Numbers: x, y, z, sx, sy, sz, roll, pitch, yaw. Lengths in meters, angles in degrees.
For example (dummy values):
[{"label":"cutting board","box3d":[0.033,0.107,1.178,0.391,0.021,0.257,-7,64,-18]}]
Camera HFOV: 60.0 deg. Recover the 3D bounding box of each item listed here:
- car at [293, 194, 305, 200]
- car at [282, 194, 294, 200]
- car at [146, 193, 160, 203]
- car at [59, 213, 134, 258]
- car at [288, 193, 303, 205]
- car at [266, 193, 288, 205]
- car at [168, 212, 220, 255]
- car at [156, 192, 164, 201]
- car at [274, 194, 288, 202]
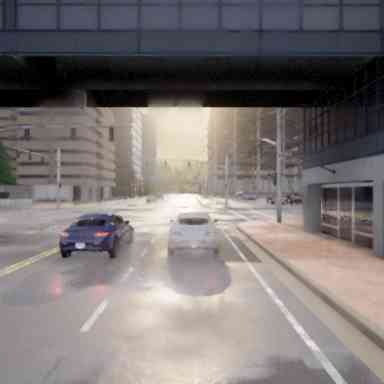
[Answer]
[{"label":"car","box3d":[27.301,1.212,85.015,1.784,1.438,3.905,0,0,0]},{"label":"car","box3d":[24.405,1.243,85.007,1.970,1.475,3.806,0,0,0]},{"label":"car","box3d":[-8.010,1.408,66.207,1.812,1.442,4.674,0,0,0]},{"label":"car","box3d":[-3.434,1.504,12.569,1.812,1.442,4.674,0,0,0]},{"label":"car","box3d":[16.033,1.062,52.411,1.905,1.878,3.866,0,0,0]},{"label":"car","box3d":[13.139,1.060,52.457,1.932,1.855,4.605,0,0,0]},{"label":"car","box3d":[0.069,1.503,13.097,1.812,1.442,4.674,0,0,0]},{"label":"car","box3d":[-8.105,1.075,81.726,2.150,2.045,5.566,0,0,0]},{"label":"car","box3d":[18.684,1.271,69.887,1.970,1.475,3.806,0,0,0]}]
